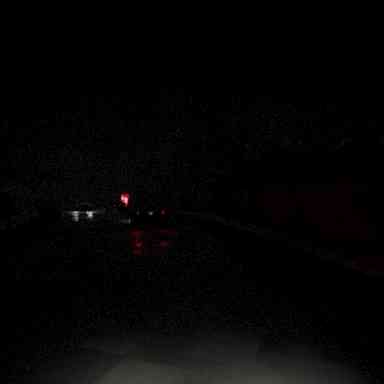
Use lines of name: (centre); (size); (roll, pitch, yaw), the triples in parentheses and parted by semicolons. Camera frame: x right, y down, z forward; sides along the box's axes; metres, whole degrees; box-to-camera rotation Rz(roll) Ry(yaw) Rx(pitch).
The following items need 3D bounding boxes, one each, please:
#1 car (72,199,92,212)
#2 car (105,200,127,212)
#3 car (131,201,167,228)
car: (-13.851, 1.574, 41.609); (1.882, 1.535, 5.008); (0, 0, -27)
car: (-9.446, 1.630, 41.045); (2.033, 1.411, 5.357); (0, 0, -25)
car: (-3.079, 1.391, 22.970); (2.097, 1.767, 4.553); (0, 0, -13)
